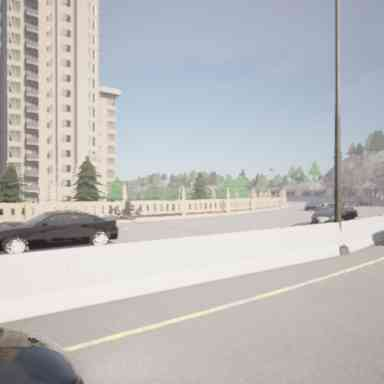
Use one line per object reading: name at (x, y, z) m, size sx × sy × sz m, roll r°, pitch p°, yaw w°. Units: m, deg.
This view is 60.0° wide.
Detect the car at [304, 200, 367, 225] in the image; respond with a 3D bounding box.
car at (9.565, 1.543, 22.056) m, size 2.128 × 1.511 × 4.902 m, roll 0°, pitch 0°, yaw 42°

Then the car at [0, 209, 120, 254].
car at (-5.384, 1.486, 13.221) m, size 5.008 × 1.535 × 1.882 m, roll 0°, pitch 0°, yaw -37°

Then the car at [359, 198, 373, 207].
car at (30.143, 1.756, 58.067) m, size 1.882 × 1.535 × 5.008 m, roll 0°, pitch 0°, yaw 17°

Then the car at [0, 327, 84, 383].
car at (-3.015, 1.506, 1.604) m, size 4.892 × 1.490 × 1.837 m, roll 0°, pitch 0°, yaw -36°
